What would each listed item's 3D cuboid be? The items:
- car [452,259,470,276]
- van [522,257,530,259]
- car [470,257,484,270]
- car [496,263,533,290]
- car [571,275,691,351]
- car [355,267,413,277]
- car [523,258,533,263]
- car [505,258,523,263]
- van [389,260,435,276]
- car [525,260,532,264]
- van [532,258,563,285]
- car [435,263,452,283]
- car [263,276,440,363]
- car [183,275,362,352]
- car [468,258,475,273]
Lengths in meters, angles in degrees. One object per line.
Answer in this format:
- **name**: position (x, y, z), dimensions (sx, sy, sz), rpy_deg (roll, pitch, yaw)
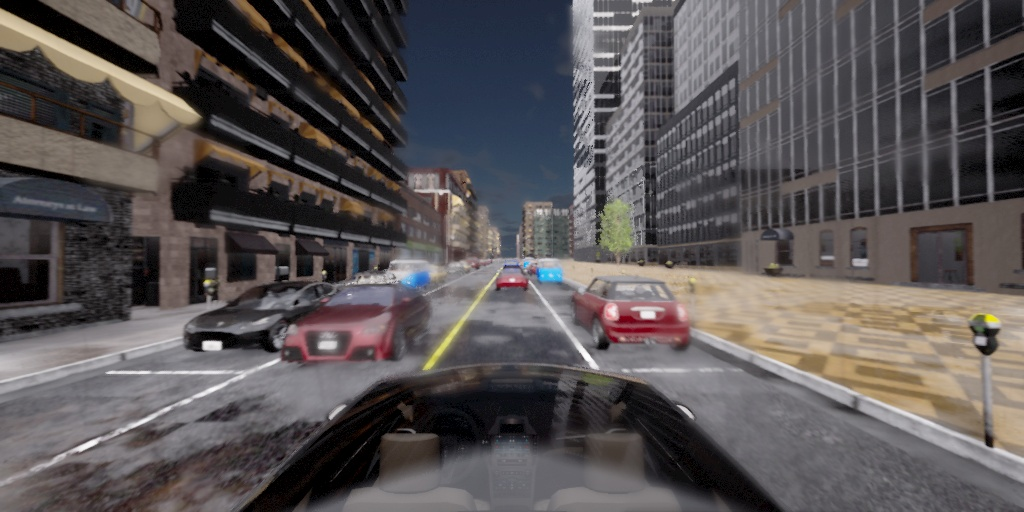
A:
- **car**: position (-5.803, 1.335, 36.840), dimensions (2.007, 1.370, 4.403), rpy_deg (0, 0, 0)
- **van**: position (2.520, 1.109, 53.578), dimensions (1.690, 1.789, 3.998), rpy_deg (0, 0, 0)
- **car**: position (-5.860, 1.109, 53.550), dimensions (2.192, 1.841, 5.009), rpy_deg (0, 0, 0)
- **car**: position (0.019, 1.324, 22.332), dimensions (1.994, 1.385, 4.181), rpy_deg (0, 0, 0)
- **car**: position (2.672, 1.185, 9.021), dimensions (1.967, 1.591, 4.097), rpy_deg (0, 0, 0)
- **car**: position (-5.728, 1.324, 14.563), dimensions (2.007, 1.370, 4.403), rpy_deg (0, 0, 0)
- **car**: position (2.558, 1.287, 42.607), dimensions (1.751, 1.417, 4.829), rpy_deg (0, 0, 0)
- **car**: position (-0.037, 1.246, 40.999), dimensions (1.882, 1.535, 5.008), rpy_deg (0, 0, 0)
- **van**: position (-5.747, 1.117, 20.133), dimensions (1.690, 1.789, 3.998), rpy_deg (0, 0, 0)
- **car**: position (2.577, 1.341, 36.868), dimensions (1.802, 1.307, 4.207), rpy_deg (0, 0, 0)
- **van**: position (2.615, 1.094, 25.730), dimensions (1.690, 1.789, 3.998), rpy_deg (0, 0, 0)
- **car**: position (-5.765, 1.304, 25.532), dimensions (1.751, 1.417, 4.829), rpy_deg (0, 0, 0)
- **car**: position (-3.116, 1.326, 8.065), dimensions (1.994, 1.385, 4.181), rpy_deg (0, 0, 0)
- **car**: position (-5.709, 1.336, 8.993), dimensions (1.948, 1.339, 4.313), rpy_deg (0, 0, 0)
- **car**: position (-5.822, 1.313, 42.241), dimensions (1.751, 1.417, 4.829), rpy_deg (0, 0, 0)
